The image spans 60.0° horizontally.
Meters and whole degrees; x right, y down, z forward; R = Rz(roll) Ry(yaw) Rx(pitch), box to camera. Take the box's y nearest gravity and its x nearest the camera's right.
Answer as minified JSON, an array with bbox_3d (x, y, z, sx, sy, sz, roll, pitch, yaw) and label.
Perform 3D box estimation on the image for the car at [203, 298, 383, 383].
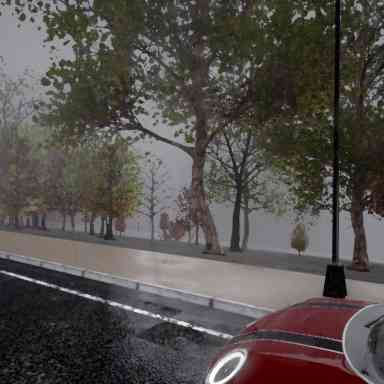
[{"bbox_3d":[2.238,1.352,2.079,4.553,1.767,2.097,0,0,36],"label":"car"}]
